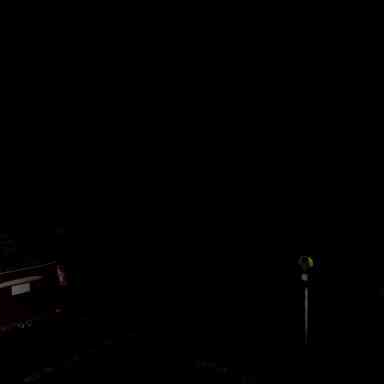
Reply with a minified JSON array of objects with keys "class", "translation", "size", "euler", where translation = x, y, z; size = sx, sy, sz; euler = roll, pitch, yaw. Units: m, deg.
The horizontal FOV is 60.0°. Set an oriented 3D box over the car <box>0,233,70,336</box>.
[{"class":"car","translation":[-4.079,1.440,5.988],"size":[4.097,1.590,1.967],"euler":[0,0,36]}]
